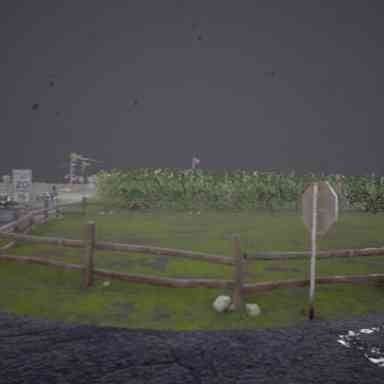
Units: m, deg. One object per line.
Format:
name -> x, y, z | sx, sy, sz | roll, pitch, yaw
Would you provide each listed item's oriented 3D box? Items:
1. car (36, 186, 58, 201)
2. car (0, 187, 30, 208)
car -> -20.900, 0.217, 48.252 | 2.150, 2.045, 5.566 | 1, 1, -13
car -> -16.948, 0.516, 31.453 | 2.150, 2.045, 5.566 | 1, 0, -14
